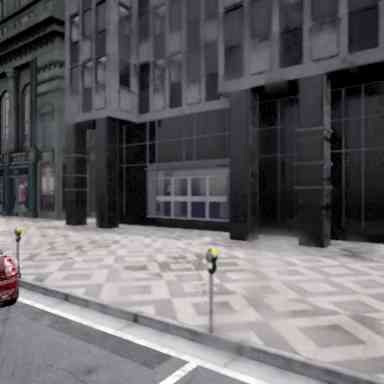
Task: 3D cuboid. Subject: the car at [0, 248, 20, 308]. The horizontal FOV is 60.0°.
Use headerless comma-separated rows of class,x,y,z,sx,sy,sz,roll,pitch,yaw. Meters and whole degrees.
car,-5.355,1.484,6.779,4.097,1.590,1.967,0,0,35
